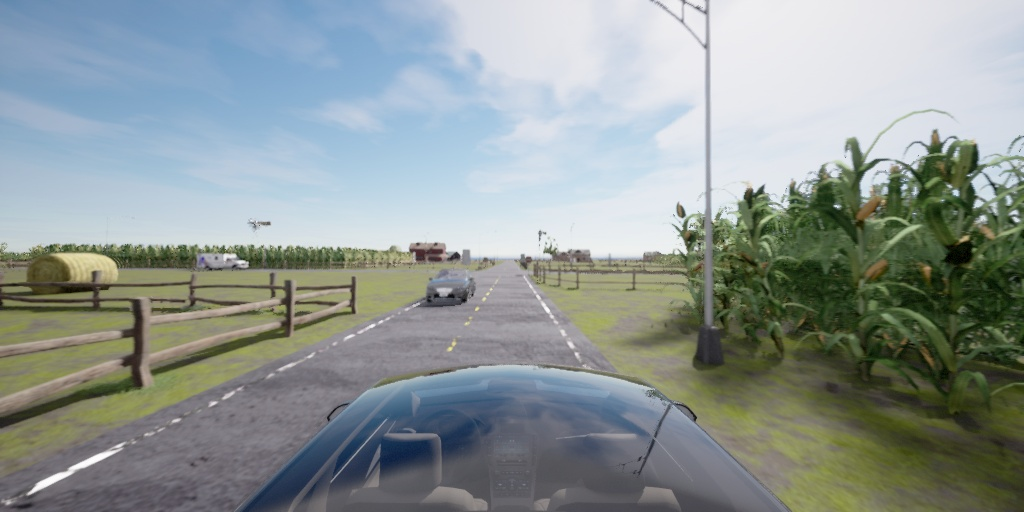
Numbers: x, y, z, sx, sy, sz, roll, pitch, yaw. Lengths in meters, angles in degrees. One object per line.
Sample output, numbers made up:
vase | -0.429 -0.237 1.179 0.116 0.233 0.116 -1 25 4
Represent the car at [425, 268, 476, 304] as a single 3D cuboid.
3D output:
car | -2.849 1.370 17.446 2.128 1.511 4.902 0 0 0
